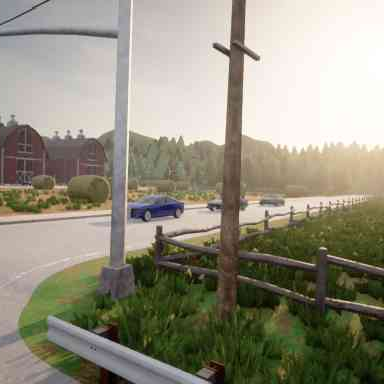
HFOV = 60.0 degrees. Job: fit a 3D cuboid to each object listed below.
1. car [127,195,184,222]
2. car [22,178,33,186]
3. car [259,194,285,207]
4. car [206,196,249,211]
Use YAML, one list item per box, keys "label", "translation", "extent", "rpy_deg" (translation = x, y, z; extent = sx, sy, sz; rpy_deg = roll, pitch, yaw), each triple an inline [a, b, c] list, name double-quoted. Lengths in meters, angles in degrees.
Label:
- label: "car"
  translation: [-2.440, 0.936, 21.235]
  extent: [1.882, 1.535, 5.008]
  rpy_deg: [3, 2, 33]
- label: "car"
  translation: [-38.998, -2.370, 79.387]
  extent: [1.905, 1.878, 3.866]
  rpy_deg: [8, 2, -13]
- label: "car"
  translation: [9.522, 0.986, 39.384]
  extent: [1.994, 1.385, 4.181]
  rpy_deg: [3, 2, 33]
- label: "car"
  translation: [3.345, 0.988, 30.023]
  extent: [2.033, 1.411, 5.357]
  rpy_deg: [3, 2, 33]
